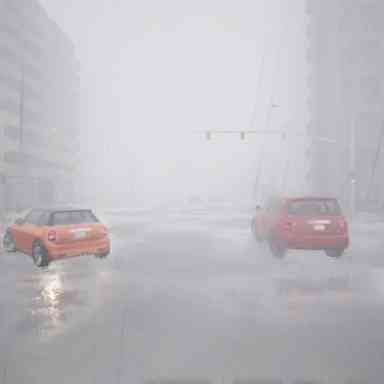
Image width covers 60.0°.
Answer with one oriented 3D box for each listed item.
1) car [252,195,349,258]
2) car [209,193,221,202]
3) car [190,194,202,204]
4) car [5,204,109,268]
[{"bbox_3d":[3.720,1.101,12.376,2.150,2.045,5.566,0,0,0],"label":"car"},{"bbox_3d":[4.041,0.986,58.427,1.812,1.442,4.674,0,1,1],"label":"car"},{"bbox_3d":[0.602,1.045,52.555,1.812,1.442,4.674,0,1,1],"label":"car"},{"bbox_3d":[-4.702,1.255,11.299,2.097,1.767,4.553,-1,1,-42],"label":"car"}]
